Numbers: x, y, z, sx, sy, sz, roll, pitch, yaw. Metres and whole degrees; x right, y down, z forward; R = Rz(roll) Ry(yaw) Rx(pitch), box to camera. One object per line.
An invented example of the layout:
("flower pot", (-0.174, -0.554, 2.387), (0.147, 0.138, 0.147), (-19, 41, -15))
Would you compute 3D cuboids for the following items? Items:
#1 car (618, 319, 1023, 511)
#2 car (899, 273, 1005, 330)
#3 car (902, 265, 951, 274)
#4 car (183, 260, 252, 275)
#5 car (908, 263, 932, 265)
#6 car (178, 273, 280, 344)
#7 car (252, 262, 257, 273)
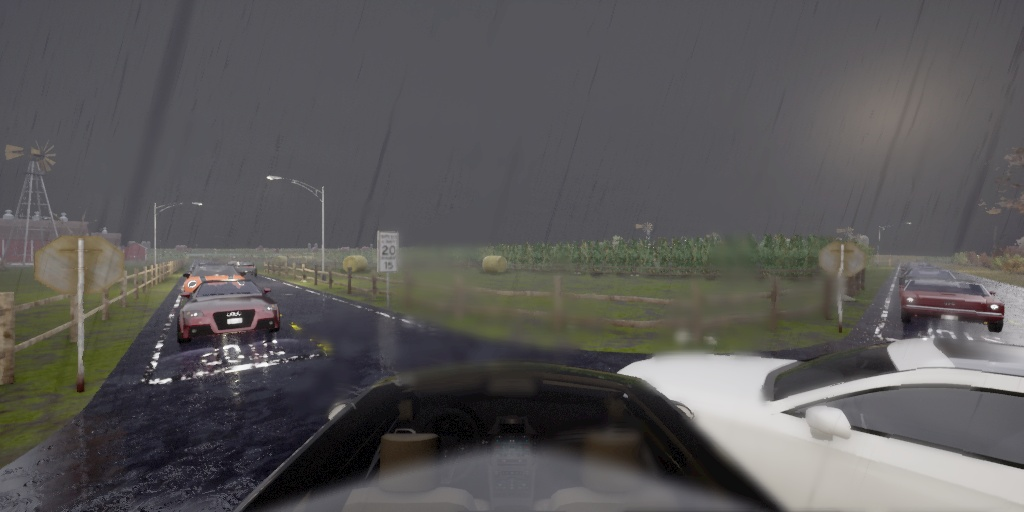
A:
("car", (2.851, 1.293, 2.283), (1.812, 1.442, 4.674), (0, 1, -44))
("car", (13.589, 1.390, 11.275), (4.718, 1.301, 1.895), (0, 1, -43))
("car", (20.710, 1.350, 17.792), (5.357, 1.411, 2.033), (0, 1, -42))
("car", (-13.612, 1.133, 16.462), (2.097, 1.767, 4.553), (0, 0, -41))
("car", (27.505, 1.383, 24.002), (4.181, 1.385, 1.994), (0, 1, -42))
("car", (-7.878, 1.351, 9.941), (1.994, 1.385, 4.181), (0, 0, -42))
("car", (-26.750, 1.266, 35.777), (2.128, 1.511, 4.902), (0, 0, -41))
